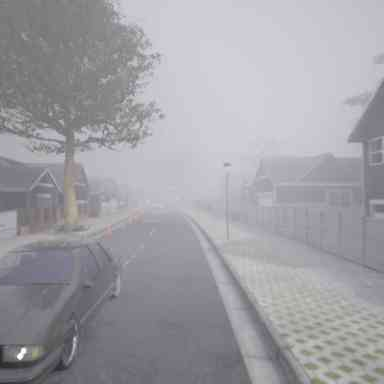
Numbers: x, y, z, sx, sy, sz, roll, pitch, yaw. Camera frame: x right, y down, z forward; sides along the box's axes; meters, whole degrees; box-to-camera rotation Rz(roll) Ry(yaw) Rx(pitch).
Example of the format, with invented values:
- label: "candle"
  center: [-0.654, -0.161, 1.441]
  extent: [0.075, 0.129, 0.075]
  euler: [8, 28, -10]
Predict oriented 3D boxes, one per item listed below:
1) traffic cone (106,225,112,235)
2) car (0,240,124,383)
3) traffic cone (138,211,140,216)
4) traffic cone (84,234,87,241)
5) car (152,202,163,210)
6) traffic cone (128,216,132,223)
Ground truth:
- label: "traffic cone"
  center: [-4.966, 2.274, 19.815]
  extent: [0.340, 0.580, 0.340]
  euler: [0, -1, -3]
- label: "car"
  center: [-2.519, 1.644, 6.029]
  extent: [2.033, 1.411, 5.357]
  euler: [0, -1, -1]
- label: "traffic cone"
  center: [-5.867, 2.529, 34.712]
  extent: [0.340, 0.580, 0.340]
  euler: [0, -1, -4]
- label: "traffic cone"
  center: [-4.766, 2.193, 14.843]
  extent: [0.340, 0.580, 0.340]
  euler: [0, -1, -2]
- label: "car"
  center: [-6.149, 2.486, 58.745]
  extent: [1.812, 1.442, 4.674]
  euler: [0, -1, -9]
- label: "traffic cone"
  center: [-5.517, 2.444, 29.749]
  extent: [0.340, 0.580, 0.340]
  euler: [0, -1, -4]
